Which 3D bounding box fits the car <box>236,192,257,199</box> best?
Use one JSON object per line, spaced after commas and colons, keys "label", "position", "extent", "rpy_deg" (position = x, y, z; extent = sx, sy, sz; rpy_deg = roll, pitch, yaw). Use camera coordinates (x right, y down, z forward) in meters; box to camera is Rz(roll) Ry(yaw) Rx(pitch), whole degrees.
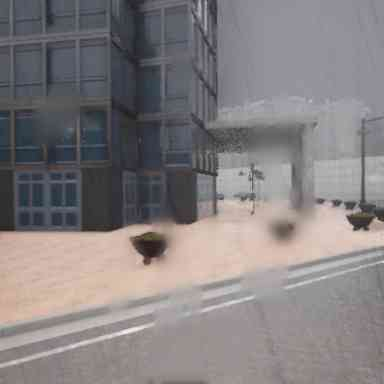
{"label": "car", "position": [14.107, 0.934, 83.233], "extent": [1.837, 1.490, 4.892], "rpy_deg": [-1, 0, -34]}

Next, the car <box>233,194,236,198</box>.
{"label": "car", "position": [13.349, 0.756, 90.514], "extent": [2.097, 1.767, 4.553], "rpy_deg": [-1, 0, -34]}
